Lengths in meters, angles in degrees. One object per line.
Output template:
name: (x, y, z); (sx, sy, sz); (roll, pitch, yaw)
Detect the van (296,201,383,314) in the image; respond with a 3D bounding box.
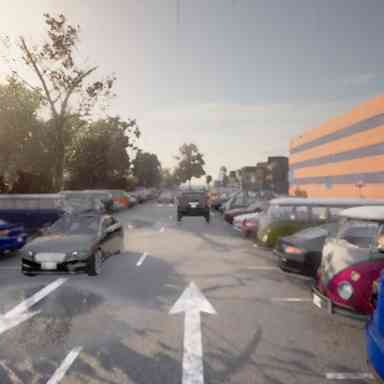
van: (4.296, 1.230, 5.519); (4.442, 1.987, 1.878); (0, 0, 0)

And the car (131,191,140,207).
car: (-8.167, 0.968, 33.600); (5.008, 1.535, 2.097); (0, 1, 0)

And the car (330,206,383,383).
car: (4.442, 1.217, 2.694); (5.566, 2.045, 2.435); (0, 0, 0)

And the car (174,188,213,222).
car: (0.094, 0.926, 23.701); (2.150, 2.045, 5.566); (0, 1, 0)

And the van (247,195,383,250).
van: (4.295, 1.203, 11.050); (4.442, 1.987, 1.878); (0, 0, 0)

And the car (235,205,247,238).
car: (4.408, 1.432, 14.010); (4.674, 1.452, 2.002); (0, 1, 0)

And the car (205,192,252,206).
car: (4.219, 0.838, 39.444); (5.366, 1.575, 1.946); (0, 1, 0)

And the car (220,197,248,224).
car: (4.415, 1.273, 19.668); (5.008, 1.535, 2.097); (0, 1, 0)

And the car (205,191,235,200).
car: (4.404, 0.571, 53.570); (4.674, 1.452, 2.002); (0, 1, 0)

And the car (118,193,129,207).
car: (-8.168, 1.090, 28.079); (4.892, 1.521, 2.231); (0, 1, 0)

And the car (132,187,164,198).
car: (-8.146, 0.093, 61.825); (5.566, 2.045, 2.435); (0, 1, 0)

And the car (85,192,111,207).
car: (-8.131, 1.089, 22.306); (4.553, 1.767, 2.185); (0, 1, 0)

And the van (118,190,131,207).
van: (-8.277, 0.801, 30.899); (4.442, 1.987, 1.878); (0, 1, 0)

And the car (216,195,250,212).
car: (4.405, 1.190, 25.320); (4.674, 1.452, 2.002); (0, 1, 0)

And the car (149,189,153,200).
car: (-8.194, 0.748, 45.016); (4.792, 1.488, 2.163); (0, 1, 0)

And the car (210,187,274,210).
car: (4.379, 0.836, 28.138); (5.566, 2.045, 2.435); (0, 1, 0)

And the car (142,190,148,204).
car: (-8.158, 0.844, 39.246); (5.008, 1.535, 2.097); (0, 1, 0)

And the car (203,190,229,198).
car: (4.402, 0.380, 62.046); (4.674, 1.452, 2.002); (0, 1, 0)

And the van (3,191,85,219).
van: (-8.044, 1.110, 16.781); (4.442, 1.987, 1.878); (0, 1, 0)

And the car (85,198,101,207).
car: (-8.194, 1.303, 19.612); (4.792, 1.488, 2.163); (0, 1, 0)

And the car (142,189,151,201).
car: (-8.169, 0.782, 42.069); (5.008, 1.535, 2.097); (0, 1, 0)

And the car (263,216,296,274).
car: (4.410, 1.484, 8.346); (4.674, 1.452, 2.002); (0, 0, 0)

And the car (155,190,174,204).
car: (-3.352, 0.805, 43.131); (1.812, 1.442, 4.674); (0, 1, 0)

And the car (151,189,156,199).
car: (-8.161, 0.656, 47.839); (5.008, 1.535, 2.097); (0, 1, 0)

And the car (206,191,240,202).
car: (4.432, 0.685, 47.919); (4.792, 1.488, 2.163); (0, 1, 0)

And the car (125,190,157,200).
car: (-8.163, 0.534, 53.486); (4.892, 1.521, 2.231); (0, 1, 0)

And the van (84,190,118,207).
van: (-8.279, 0.925, 25.250); (4.442, 1.987, 1.878); (0, 1, 0)

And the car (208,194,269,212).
car: (4.221, 1.023, 30.969); (5.366, 1.575, 1.946); (0, 1, 0)

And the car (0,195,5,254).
car: (-8.136, 1.193, 8.170); (5.566, 2.045, 2.435); (0, 0, 0)

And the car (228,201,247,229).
car: (4.413, 1.375, 16.844); (4.674, 1.452, 2.002); (0, 1, 0)

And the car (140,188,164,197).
car: (-8.113, 0.076, 67.606); (4.553, 1.767, 2.185); (0, 1, 0)

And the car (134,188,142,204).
car: (-8.194, 0.780, 36.420); (4.553, 1.767, 2.185); (0, 1, 0)

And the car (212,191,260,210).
car: (4.375, 0.839, 33.791); (4.553, 1.767, 2.185); (0, 1, 0)

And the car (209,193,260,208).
car: (4.591, 0.899, 36.619); (5.366, 1.575, 1.946); (0, 1, 0)

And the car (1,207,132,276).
car: (-3.340, 1.445, 10.224); (2.128, 1.511, 4.902); (0, 0, 0)

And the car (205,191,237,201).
car: (4.399, 0.633, 50.745); (4.674, 1.452, 2.002); (0, 1, 0)

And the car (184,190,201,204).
car: (0.089, 0.615, 43.886); (2.097, 1.767, 4.553); (0, 1, 0)

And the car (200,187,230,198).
car: (4.427, 0.023, 64.864); (5.566, 2.045, 2.435); (0, 1, 0)
